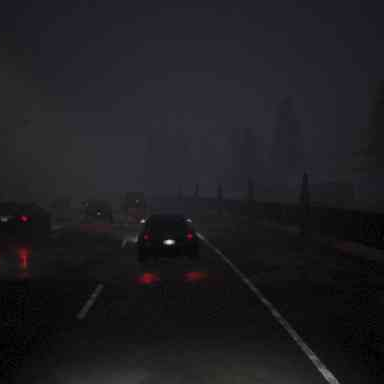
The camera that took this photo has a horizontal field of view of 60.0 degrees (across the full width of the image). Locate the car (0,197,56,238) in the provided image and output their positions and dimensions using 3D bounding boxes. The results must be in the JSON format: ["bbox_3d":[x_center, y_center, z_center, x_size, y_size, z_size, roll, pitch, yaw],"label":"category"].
[{"bbox_3d":[-8.754,1.257,17.063,2.097,1.767,4.553,0,0,-9],"label":"car"}]

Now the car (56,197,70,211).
[{"bbox_3d":[-14.720,1.259,37.368,1.882,1.535,5.008,0,0,-22],"label":"car"}]

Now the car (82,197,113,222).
[{"bbox_3d":[-7.010,1.322,25.198,1.882,1.535,5.008,0,1,-14],"label":"car"}]

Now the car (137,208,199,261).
[{"bbox_3d":[-0.924,1.482,12.083,1.994,1.385,4.181,0,0,-7],"label":"car"}]

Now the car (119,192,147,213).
[{"bbox_3d":[-6.206,0.999,34.716,2.150,2.045,5.566,0,0,-19],"label":"car"}]
